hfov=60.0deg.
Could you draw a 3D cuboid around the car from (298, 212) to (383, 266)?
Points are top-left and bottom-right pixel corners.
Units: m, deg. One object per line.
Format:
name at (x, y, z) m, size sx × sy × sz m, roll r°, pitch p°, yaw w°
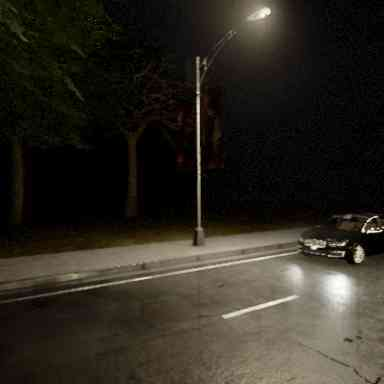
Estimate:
car at (5.767, 1.502, 11.712) m, size 4.892 × 1.490 × 1.837 m, roll 1°, pitch 0°, yaw -35°
